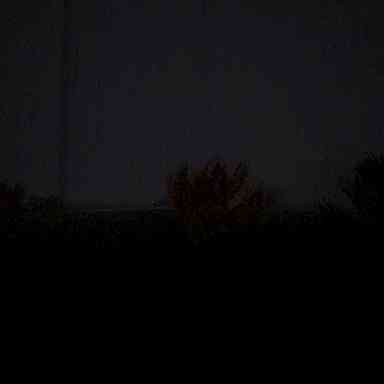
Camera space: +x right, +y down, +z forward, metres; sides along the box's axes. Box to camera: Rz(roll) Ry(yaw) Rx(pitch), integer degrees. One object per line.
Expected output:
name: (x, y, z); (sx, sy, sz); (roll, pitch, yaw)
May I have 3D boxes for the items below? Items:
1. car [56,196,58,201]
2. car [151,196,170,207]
car: (-19.734, 1.538, 42.871); (2.150, 2.045, 5.566); (-1, -1, 36)
car: (-5.240, 1.811, 62.888); (2.150, 2.045, 5.566); (-1, -2, 36)
